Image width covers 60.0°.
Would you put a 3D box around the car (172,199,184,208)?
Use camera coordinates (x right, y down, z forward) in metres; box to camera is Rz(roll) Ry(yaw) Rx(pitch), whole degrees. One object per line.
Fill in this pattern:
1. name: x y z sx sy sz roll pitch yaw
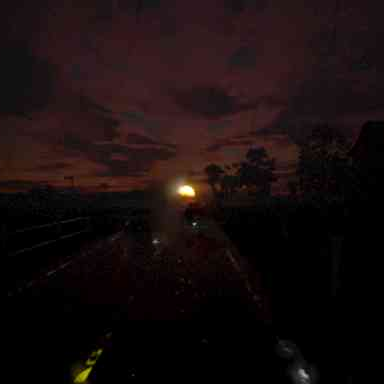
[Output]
1. car: -2.505 2.003 61.351 2.097 1.767 4.553 0 -1 1

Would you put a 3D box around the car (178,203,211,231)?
1. car: 0.201 1.729 22.243 1.837 1.490 4.892 0 -1 0

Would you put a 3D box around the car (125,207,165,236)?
1. car: -2.760 1.679 20.112 1.882 1.535 5.008 0 -1 0
